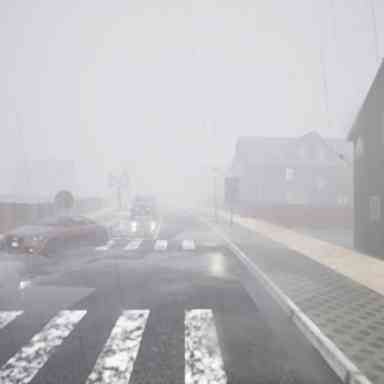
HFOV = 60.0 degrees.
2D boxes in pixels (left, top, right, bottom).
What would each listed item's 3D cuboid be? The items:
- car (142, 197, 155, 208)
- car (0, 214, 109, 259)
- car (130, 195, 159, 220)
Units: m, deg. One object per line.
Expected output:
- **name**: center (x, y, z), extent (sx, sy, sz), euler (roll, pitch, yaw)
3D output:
- **car**: center (-6.739, 1.598, 51.229), extent (1.837, 1.490, 4.892), euler (0, 0, -9)
- **car**: center (-5.062, 1.571, 12.810), extent (1.994, 1.385, 4.181), euler (1, 0, 23)
- **car**: center (-4.151, 1.272, 29.317), extent (2.150, 2.045, 5.566), euler (0, 0, -5)
